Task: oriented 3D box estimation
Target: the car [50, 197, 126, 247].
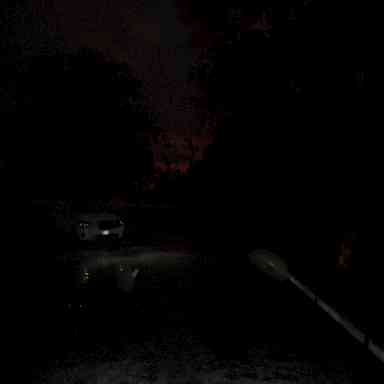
[{"bbox_3d":[-5.207,1.316,16.076,2.150,2.045,5.566,1,0,-37],"label":"car"}]
